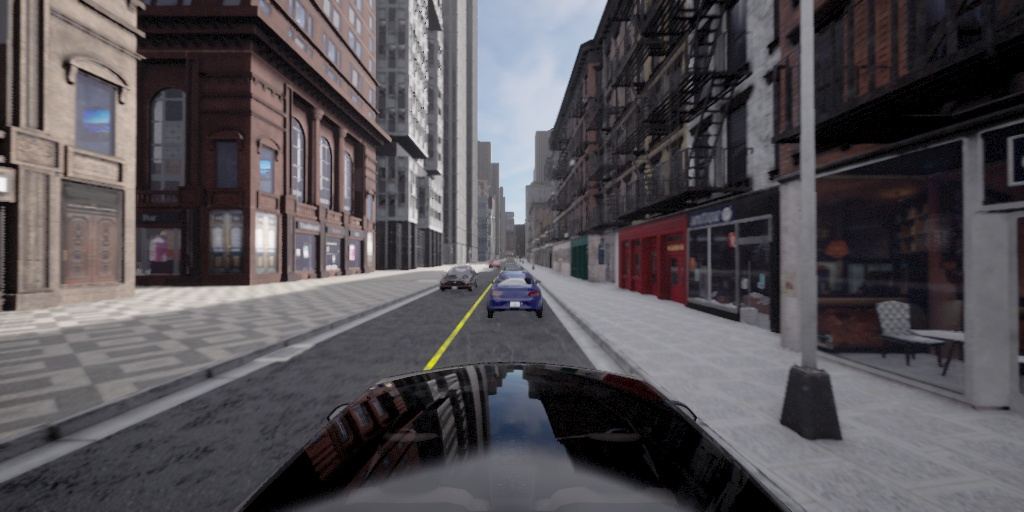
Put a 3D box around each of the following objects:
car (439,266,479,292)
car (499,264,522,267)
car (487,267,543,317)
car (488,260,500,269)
[{"bbox_3d":[-3.097,1.347,22.000,2.033,1.411,5.357,0,0,0],"label":"car"},{"bbox_3d":[0.104,1.426,30.077,1.895,1.301,4.718,0,0,0],"label":"car"},{"bbox_3d":[0.097,1.301,13.164,1.812,1.442,4.674,0,0,0],"label":"car"},{"bbox_3d":[-3.028,1.440,62.501,1.882,1.535,5.008,0,0,1],"label":"car"}]
